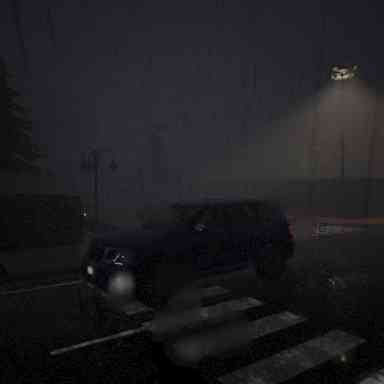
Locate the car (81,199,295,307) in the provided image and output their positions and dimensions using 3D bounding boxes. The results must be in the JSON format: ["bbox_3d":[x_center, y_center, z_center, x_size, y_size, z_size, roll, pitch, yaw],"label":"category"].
[{"bbox_3d":[0.199,1.218,8.318,5.566,2.045,2.150,0,0,-36],"label":"car"}]

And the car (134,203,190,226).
[{"bbox_3d":[-2.258,1.561,24.043,1.895,1.301,4.718,0,0,-35],"label":"car"}]

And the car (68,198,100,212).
[{"bbox_3d":[-12.759,1.515,38.933,2.033,1.411,5.357,0,0,-35],"label":"car"}]
